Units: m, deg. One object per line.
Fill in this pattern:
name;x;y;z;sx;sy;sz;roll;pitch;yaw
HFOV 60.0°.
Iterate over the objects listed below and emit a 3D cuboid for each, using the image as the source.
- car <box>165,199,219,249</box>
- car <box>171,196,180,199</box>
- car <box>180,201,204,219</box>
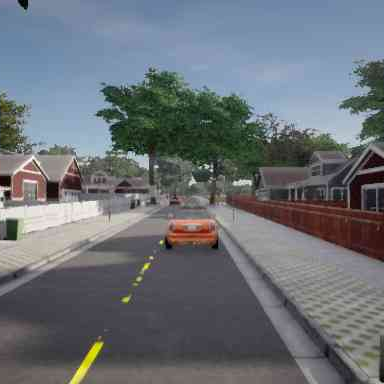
car;0.000;1.368;14.628;2.097;1.767;4.553;0;0;0
car;-2.751;1.493;55.679;1.882;1.535;5.008;0;0;0
car;0.000;1.574;29.665;1.994;1.385;4.181;0;0;0
